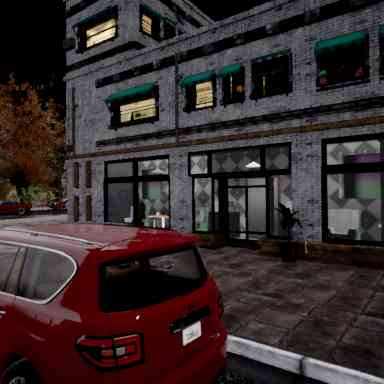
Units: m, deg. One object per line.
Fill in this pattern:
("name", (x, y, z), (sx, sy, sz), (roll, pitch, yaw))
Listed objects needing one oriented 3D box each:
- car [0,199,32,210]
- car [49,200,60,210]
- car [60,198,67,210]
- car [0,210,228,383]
("car", (-17.553, 1.459, 30.734), (1.895, 1.301, 4.718), (-1, 0, 37))
("car", (-14.817, 1.374, 39.799), (1.994, 1.385, 4.181), (-1, 0, 37))
("car", (-12.091, 1.117, 38.021), (2.097, 1.767, 4.553), (-1, 0, 37))
("car", (-1.942, 1.316, 4.295), (5.009, 1.841, 2.192), (0, -1, 36))
